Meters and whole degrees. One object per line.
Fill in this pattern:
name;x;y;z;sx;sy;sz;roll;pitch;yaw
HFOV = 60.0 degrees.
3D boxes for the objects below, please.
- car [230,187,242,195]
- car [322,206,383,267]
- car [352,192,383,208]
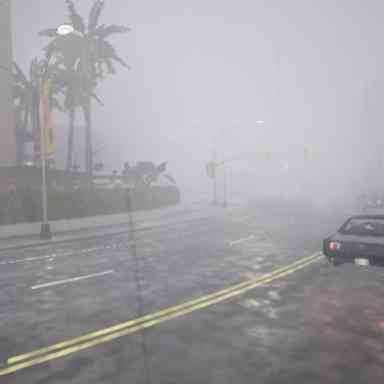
car;10.580;-0.105;77.809;2.097;1.535;5.008;-1;1;6
car;5.465;1.300;9.579;1.895;1.301;4.718;-1;1;40
car;14.173;0.733;26.465;2.033;1.411;5.357;-1;1;15
